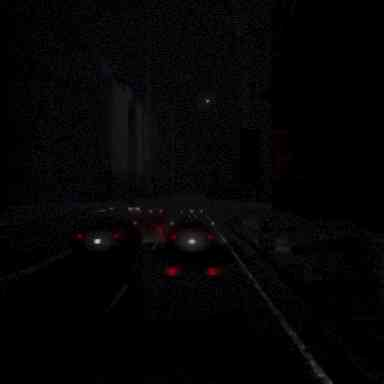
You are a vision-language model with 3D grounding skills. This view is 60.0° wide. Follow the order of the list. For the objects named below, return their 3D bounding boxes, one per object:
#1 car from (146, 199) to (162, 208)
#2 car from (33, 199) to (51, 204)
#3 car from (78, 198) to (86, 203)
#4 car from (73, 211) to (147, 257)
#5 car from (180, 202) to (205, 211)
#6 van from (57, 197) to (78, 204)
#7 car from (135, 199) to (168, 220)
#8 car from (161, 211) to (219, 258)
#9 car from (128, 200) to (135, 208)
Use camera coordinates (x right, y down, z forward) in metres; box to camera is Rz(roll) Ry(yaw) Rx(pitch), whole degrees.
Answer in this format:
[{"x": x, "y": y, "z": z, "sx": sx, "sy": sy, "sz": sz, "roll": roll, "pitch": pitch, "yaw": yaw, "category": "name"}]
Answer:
[{"x": -6.588, "y": 2.030, "z": 58.261, "sx": 2.128, "sy": 1.511, "sz": 4.902, "roll": 0, "pitch": 0, "yaw": 1, "category": "car"}, {"x": -36.231, "y": 2.231, "z": 80.496, "sx": 4.206, "sy": 1.307, "sz": 1.802, "roll": 0, "pitch": 0, "yaw": 0, "category": "car"}, {"x": -30.579, "y": 2.214, "z": 89.019, "sx": 4.313, "sy": 1.339, "sz": 1.947, "roll": 0, "pitch": 0, "yaw": 0, "category": "car"}, {"x": -3.236, "y": 1.695, "z": 13.504, "sx": 1.994, "sy": 1.385, "sz": 4.181, "roll": 0, "pitch": 0, "yaw": 1, "category": "car"}, {"x": 0.009, "y": 1.620, "z": 28.407, "sx": 2.097, "sy": 1.767, "sz": 4.553, "roll": 0, "pitch": -1, "yaw": 0, "category": "car"}, {"x": -30.581, "y": 2.020, "z": 80.494, "sx": 3.998, "sy": 1.788, "sz": 1.690, "roll": 0, "pitch": 0, "yaw": 0, "category": "van"}, {"x": -3.241, "y": 1.620, "z": 28.404, "sx": 2.097, "sy": 1.767, "sz": 4.553, "roll": 0, "pitch": -1, "yaw": 0, "category": "car"}, {"x": 0.017, "y": 1.695, "z": 13.466, "sx": 1.994, "sy": 1.385, "sz": 4.181, "roll": 0, "pitch": 0, "yaw": 0, "category": "car"}, {"x": -9.821, "y": 2.085, "z": 58.151, "sx": 2.033, "sy": 1.411, "sz": 5.357, "roll": 0, "pitch": -1, "yaw": 1, "category": "car"}]
